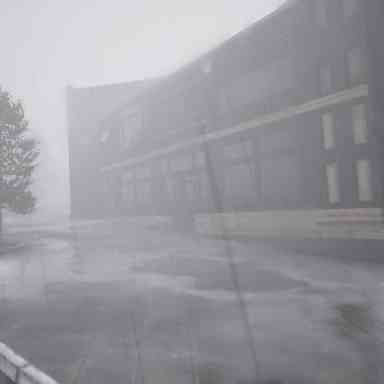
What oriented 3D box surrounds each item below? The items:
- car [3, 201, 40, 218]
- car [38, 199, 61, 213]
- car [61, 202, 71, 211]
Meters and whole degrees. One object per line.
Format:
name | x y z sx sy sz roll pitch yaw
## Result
car | -19.767 2.118 37.483 2.033 1.411 5.357 -4 -1 0
car | -22.134 2.112 48.219 2.435 2.045 5.566 -4 -1 12
car | -20.499 2.351 53.988 2.097 1.535 5.008 -4 -1 18
